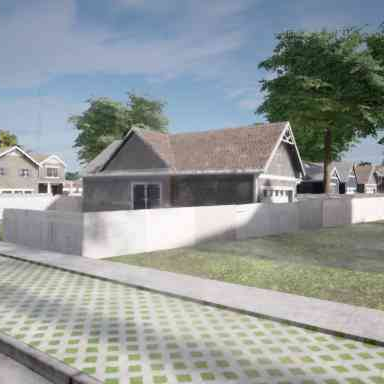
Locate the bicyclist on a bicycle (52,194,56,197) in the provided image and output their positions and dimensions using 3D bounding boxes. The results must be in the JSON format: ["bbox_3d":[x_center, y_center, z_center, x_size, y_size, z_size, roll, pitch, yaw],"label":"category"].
[{"bbox_3d":[-13.035,1.027,31.551,1.656,1.620,0.582,0,1,34],"label":"bicyclist on a bicycle"}]
